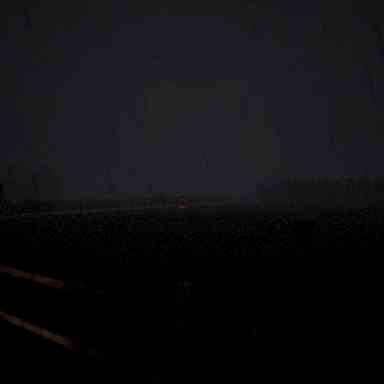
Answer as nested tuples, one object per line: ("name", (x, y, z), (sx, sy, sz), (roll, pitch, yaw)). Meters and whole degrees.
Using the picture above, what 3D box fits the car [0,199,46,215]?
("car", (-17.673, 1.510, 34.402), (1.882, 1.535, 5.008), (-1, 0, 35))

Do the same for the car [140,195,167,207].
("car", (-5.988, 1.295, 51.355), (2.097, 1.767, 4.553), (-1, 0, 35))

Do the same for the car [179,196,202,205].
("car", (-0.243, 1.388, 54.626), (1.837, 1.490, 4.892), (-1, 0, 35))

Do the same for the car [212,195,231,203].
("car", (5.621, 1.336, 63.239), (1.837, 1.490, 4.892), (-1, 0, 35))
